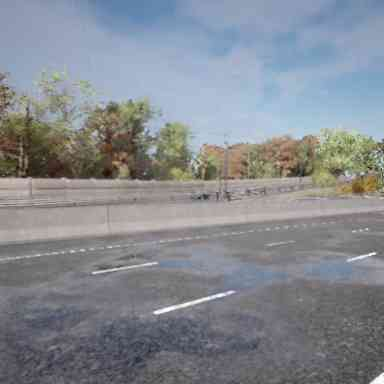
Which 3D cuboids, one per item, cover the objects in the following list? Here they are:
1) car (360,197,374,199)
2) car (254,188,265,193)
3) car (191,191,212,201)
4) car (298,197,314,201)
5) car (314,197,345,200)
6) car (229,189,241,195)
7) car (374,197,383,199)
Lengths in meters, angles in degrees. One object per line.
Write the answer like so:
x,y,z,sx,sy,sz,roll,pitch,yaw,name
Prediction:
28.545,1.427,54.519,4.718,1.301,1.895,0,0,-39,car
16.557,-0.270,81.324,1.837,1.490,4.892,0,3,31,car
1.531,0.606,54.299,1.882,1.535,5.008,0,1,27,car
15.332,1.385,43.892,4.181,1.385,1.994,0,0,-39,car
17.654,1.350,41.269,4.892,1.490,1.837,1,0,-39,car
8.768,0.169,67.973,2.097,1.767,4.553,0,2,29,car
30.711,1.374,51.786,4.674,1.442,1.812,0,0,-38,car
